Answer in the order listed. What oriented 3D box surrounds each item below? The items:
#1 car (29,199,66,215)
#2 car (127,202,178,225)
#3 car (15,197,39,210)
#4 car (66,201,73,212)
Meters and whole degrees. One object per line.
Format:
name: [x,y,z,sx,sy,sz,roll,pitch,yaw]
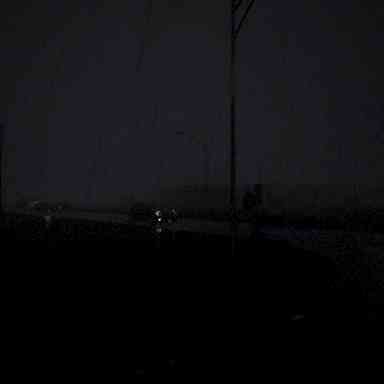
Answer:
car: [-17.904,1.939,41.034,4.892,1.490,1.837,-2,-1,44]
car: [-3.161,1.577,26.170,2.097,1.767,4.553,-1,0,-43]
car: [-25.627,1.766,51.934,5.566,2.045,2.150,-1,0,42]
car: [-17.907,1.932,44.967,4.902,1.511,2.128,-1,0,43]
